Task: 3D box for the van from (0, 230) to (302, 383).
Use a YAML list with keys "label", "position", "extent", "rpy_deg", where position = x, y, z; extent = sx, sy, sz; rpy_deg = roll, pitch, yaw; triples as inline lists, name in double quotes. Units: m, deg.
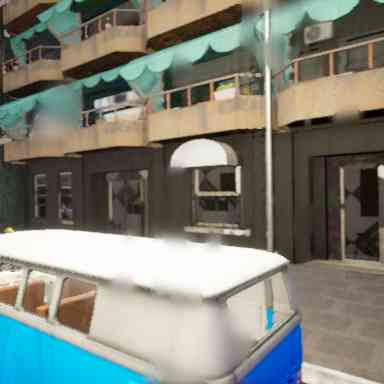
- label: "van"
  position: [-0.938, 1.362, 3.399]
  extent: [3.998, 1.788, 1.690]
  rpy_deg: [-1, -1, 35]
